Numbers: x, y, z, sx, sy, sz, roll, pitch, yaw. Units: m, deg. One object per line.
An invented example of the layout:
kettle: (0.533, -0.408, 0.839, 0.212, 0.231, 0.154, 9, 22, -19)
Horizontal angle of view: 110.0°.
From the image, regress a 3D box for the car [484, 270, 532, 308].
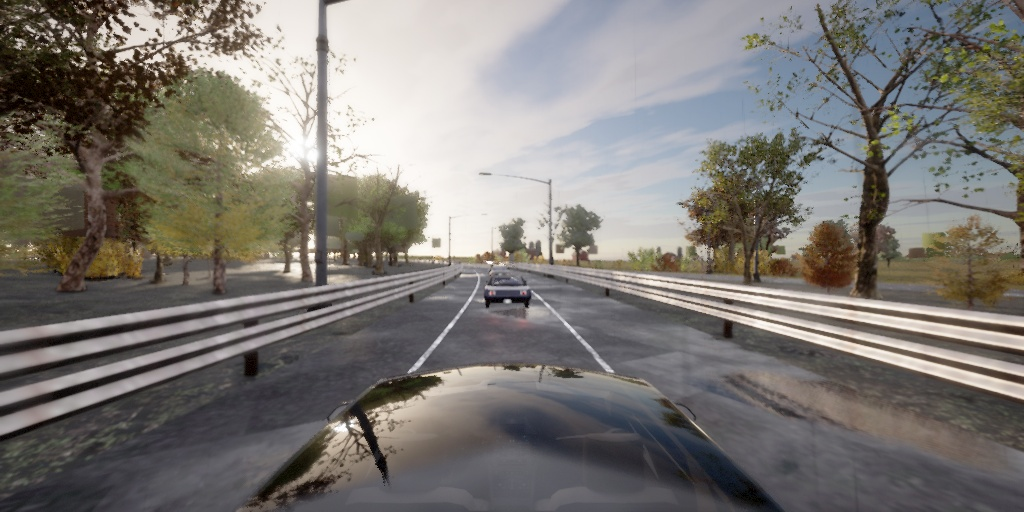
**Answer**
car: (-0.244, 1.480, 16.067, 1.895, 1.301, 4.718, 0, 0, -2)

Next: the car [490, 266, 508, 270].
car: (-1.109, 1.554, 30.997, 2.033, 1.411, 5.357, 0, 0, -5)
